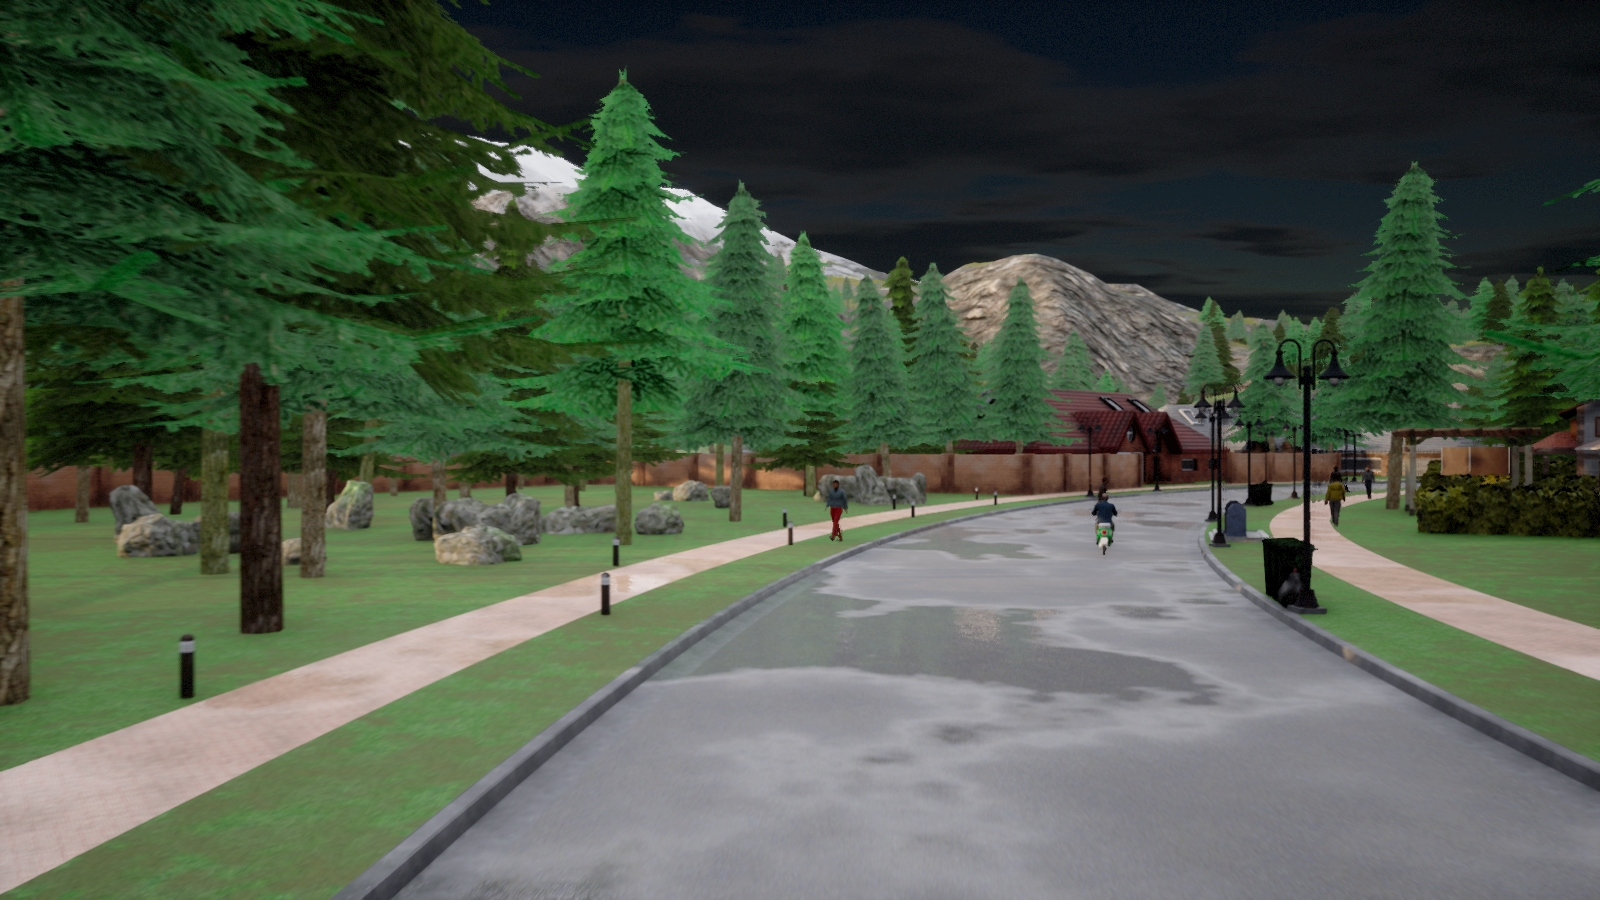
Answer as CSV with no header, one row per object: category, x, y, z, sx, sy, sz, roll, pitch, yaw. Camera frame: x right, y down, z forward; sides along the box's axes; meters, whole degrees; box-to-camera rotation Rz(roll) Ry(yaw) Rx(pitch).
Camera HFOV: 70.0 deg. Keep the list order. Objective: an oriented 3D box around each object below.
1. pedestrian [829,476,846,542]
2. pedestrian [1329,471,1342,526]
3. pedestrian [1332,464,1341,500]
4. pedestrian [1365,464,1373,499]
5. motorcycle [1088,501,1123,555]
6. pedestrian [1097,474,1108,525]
pedestrian,1.071,1.665,32.462,0.375,1.860,0.375,0,0,27
pedestrian,18.419,1.668,39.294,0.375,1.860,0.375,0,0,24
pedestrian,28.074,1.671,59.772,0.375,1.860,0.375,0,0,39
pedestrian,30.306,1.672,60.847,0.375,1.860,0.375,0,0,32
motorcycle,8.335,2.101,31.169,0.856,1.334,1.805,0,0,17
pedestrian,11.096,1.818,41.927,0.375,1.860,0.375,0,0,14
